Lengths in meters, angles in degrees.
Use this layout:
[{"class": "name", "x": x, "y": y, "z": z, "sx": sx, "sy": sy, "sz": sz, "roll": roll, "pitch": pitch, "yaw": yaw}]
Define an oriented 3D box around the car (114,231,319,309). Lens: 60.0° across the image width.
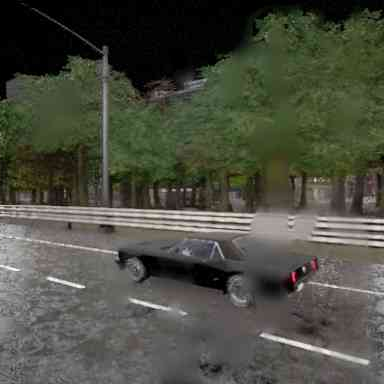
[{"class": "car", "x": 0.350, "y": 1.604, "z": 7.922, "sx": 4.718, "sy": 1.301, "sz": 1.895, "roll": 0, "pitch": 0, "yaw": 36}]
